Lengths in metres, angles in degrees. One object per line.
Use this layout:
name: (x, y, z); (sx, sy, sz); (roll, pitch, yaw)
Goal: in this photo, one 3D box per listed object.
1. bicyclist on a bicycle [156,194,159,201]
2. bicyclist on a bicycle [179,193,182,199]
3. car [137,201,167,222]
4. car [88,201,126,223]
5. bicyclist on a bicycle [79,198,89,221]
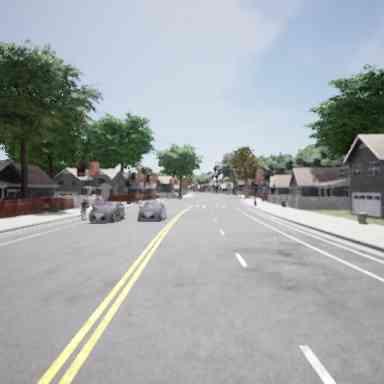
bicyclist on a bicycle: (-6.371, 1.254, 60.376); (0.659, 1.776, 1.843); (0, 0, 6)
bicyclist on a bicycle: (-2.902, 1.184, 83.869); (0.582, 1.620, 1.656); (0, 1, 6)
car: (-3.098, 1.468, 26.553); (2.128, 1.511, 4.902); (0, 0, 2)
car: (-6.383, 1.470, 25.442); (2.128, 1.511, 4.902); (0, 0, 2)
bicyclist on a bicycle: (-8.505, 1.346, 26.113); (0.659, 1.776, 1.843); (0, 0, 2)
